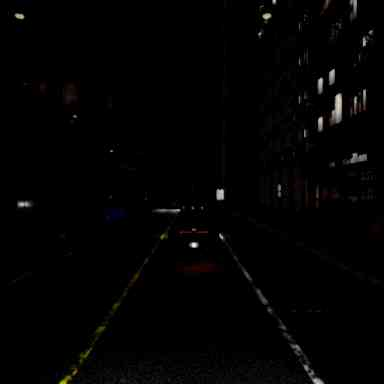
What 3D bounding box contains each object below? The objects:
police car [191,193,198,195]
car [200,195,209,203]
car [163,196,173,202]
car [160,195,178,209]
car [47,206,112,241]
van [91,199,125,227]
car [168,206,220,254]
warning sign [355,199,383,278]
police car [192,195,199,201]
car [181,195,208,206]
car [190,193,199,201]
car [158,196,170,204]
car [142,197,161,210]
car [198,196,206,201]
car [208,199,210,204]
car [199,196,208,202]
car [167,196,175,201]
[{"bbox_3d":[0.253,1.568,78.451,1.930,1.638,5.238,0,0,-18],"label":"police car"},{"bbox_3d":[2.695,1.571,73.304,1.967,1.590,4.097,0,0,0],"label":"car"},{"bbox_3d":[-5.685,1.695,78.953,2.008,1.369,4.403,0,0,0],"label":"car"},{"bbox_3d":[-3.084,1.578,46.229,1.837,1.490,4.892,0,0,0],"label":"car"},{"bbox_3d":[-5.690,1.591,16.819,1.947,1.339,4.313,0,0,0],"label":"car"},{"bbox_3d":[-5.689,1.375,22.468,1.690,1.788,3.998,0,0,0],"label":"van"},{"bbox_3d":[0.079,1.526,13.604,1.837,1.490,4.892,0,0,0],"label":"car"},{"bbox_3d":[5.068,1.128,8.463,1.300,1.860,1.060,0,0,0],"label":"warning sign"},{"bbox_3d":[0.907,1.593,88.574,1.930,1.638,5.238,0,0,0],"label":"police car"},{"bbox_3d":[0.087,1.398,30.430,2.097,1.767,4.553,0,0,0],"label":"car"},{"bbox_3d":[0.678,1.405,94.490,2.150,2.045,5.566,0,0,-4],"label":"car"},{"bbox_3d":[-5.686,1.559,67.657,1.967,1.590,4.097,0,0,0],"label":"car"},{"bbox_3d":[-5.688,1.653,45.062,1.802,1.307,4.206,0,0,0],"label":"car"},{"bbox_3d":[2.696,1.737,90.250,1.947,1.339,4.313,0,0,0],"label":"car"},{"bbox_3d":[2.695,1.645,67.826,1.752,1.417,4.829,0,0,0],"label":"car"},{"bbox_3d":[2.695,1.695,78.953,2.008,1.369,4.403,0,0,0],"label":"car"},{"bbox_3d":[-5.685,1.737,90.250,1.947,1.339,4.313,0,0,0],"label":"car"}]
